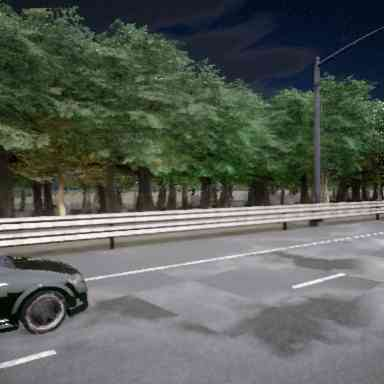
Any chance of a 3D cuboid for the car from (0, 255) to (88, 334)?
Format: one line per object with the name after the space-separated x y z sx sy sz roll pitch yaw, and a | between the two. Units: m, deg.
-3.876 1.556 5.292 4.181 1.385 1.994 0 0 -35 | car
